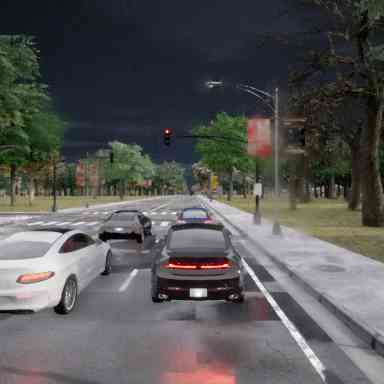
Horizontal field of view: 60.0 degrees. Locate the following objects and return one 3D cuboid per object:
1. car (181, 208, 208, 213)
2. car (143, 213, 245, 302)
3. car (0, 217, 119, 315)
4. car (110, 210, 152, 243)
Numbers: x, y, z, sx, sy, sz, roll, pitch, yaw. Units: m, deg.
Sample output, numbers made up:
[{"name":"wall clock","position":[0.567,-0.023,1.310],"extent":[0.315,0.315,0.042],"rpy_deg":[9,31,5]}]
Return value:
[{"name":"car","position":[0.134,1.528,17.283],"extent":[1.812,1.442,4.674],"rpy_deg":[0,0,0]},{"name":"car","position":[0.117,1.505,8.212],"extent":[1.837,1.490,4.892],"rpy_deg":[0,0,0]},{"name":"car","position":[-3.136,1.526,7.450],"extent":[1.812,1.442,4.674],"rpy_deg":[0,0,0]},{"name":"car","position":[-3.118,1.566,16.209],"extent":[1.994,1.385,4.181],"rpy_deg":[0,0,0]}]
